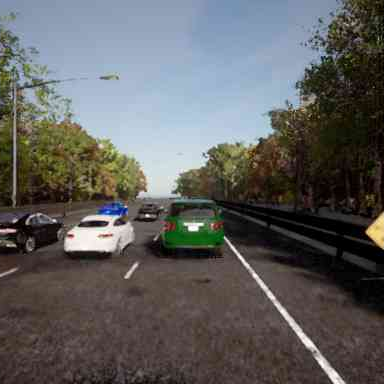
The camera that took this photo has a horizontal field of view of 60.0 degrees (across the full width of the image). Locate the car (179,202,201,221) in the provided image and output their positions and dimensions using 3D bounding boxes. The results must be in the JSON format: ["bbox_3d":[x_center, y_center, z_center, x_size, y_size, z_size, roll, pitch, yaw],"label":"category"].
[{"bbox_3d":[-0.192,1.731,30.525,1.812,1.442,4.674,0,0,-1],"label":"car"}]

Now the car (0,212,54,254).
[{"bbox_3d":[-7.010,1.586,14.020,2.128,1.511,4.902,0,0,0],"label":"car"}]

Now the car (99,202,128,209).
[{"bbox_3d":[-7.218,1.658,31.040,1.882,1.535,5.008,1,-1,0],"label":"car"}]

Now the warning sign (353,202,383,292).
[{"bbox_3d":[4.531,1.158,7.465,1.300,1.860,1.060,-1,-1,0],"label":"warning sign"}]

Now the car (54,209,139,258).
[{"bbox_3d":[-3.469,1.607,13.072,1.812,1.442,4.674,0,-1,0],"label":"car"}]

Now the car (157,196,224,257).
[{"bbox_3d":[0.031,1.302,13.418,2.150,2.045,5.566,0,-1,0],"label":"car"}]

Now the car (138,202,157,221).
[{"bbox_3d":[-3.679,1.703,29.587,1.837,1.490,4.892,0,0,-1],"label":"car"}]
